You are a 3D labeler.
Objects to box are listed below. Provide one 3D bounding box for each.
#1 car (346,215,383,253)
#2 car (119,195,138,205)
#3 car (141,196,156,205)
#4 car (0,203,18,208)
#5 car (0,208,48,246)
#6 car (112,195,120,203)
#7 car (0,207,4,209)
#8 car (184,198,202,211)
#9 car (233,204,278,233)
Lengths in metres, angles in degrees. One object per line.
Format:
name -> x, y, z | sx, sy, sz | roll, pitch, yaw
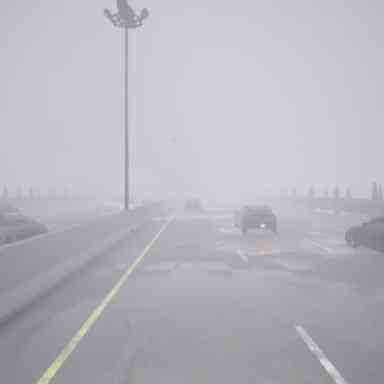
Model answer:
car -> 7.097, 1.490, 11.458 | 1.812, 1.442, 4.674 | 0, 0, 0
car -> -10.545, 1.431, 56.810 | 1.895, 1.301, 4.718 | 0, 0, 1
car -> -7.062, 1.401, 54.204 | 1.994, 1.385, 4.181 | 0, 0, 0
car -> -14.102, 1.479, 23.343 | 2.033, 1.411, 5.357 | 0, 0, 0
car -> -7.100, 1.527, 12.439 | 1.994, 1.385, 4.181 | 0, 0, 0
car -> -14.019, 1.309, 64.197 | 2.128, 1.511, 4.902 | 0, 0, 0
car -> -10.601, 1.558, 14.662 | 1.895, 1.301, 4.718 | 0, 0, 0
car -> 0.095, 1.376, 38.255 | 2.128, 1.511, 4.902 | 0, 0, 0
car -> 3.598, 1.446, 19.319 | 1.837, 1.490, 4.892 | 0, 0, 0
